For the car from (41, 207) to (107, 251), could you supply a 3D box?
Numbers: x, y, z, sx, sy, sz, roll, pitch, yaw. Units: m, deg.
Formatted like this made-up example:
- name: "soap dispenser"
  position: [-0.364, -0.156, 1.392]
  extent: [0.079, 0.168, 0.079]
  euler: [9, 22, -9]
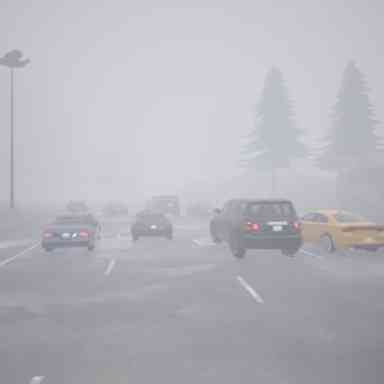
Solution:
- name: "car"
  position: [-5.010, 1.597, 14.354]
  extent: [2.033, 1.411, 5.357]
  euler: [0, 0, -11]

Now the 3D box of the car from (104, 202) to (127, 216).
- name: "car"
  position: [-7.880, 1.663, 33.989]
  extent: [1.994, 1.385, 4.181]
  euler: [0, 0, -25]

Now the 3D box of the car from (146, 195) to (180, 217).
- name: "car"
  position: [-2.838, 1.294, 31.281]
  extent: [2.150, 2.045, 5.566]
  euler: [0, 0, -22]

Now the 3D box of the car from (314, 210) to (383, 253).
- name: "car"
  position: [5.643, 1.479, 13.772]
  extent: [1.882, 1.535, 5.008]
  euler: [0, 0, -9]

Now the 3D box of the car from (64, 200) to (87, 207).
- name: "car"
  position: [-12.086, 1.624, 34.698]
  extent: [1.837, 1.490, 4.892]
  euler: [0, 0, -26]

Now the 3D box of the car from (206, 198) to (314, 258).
- name: "car"
  position: [2.267, 1.237, 13.107]
  extent: [2.150, 2.045, 5.566]
  euler: [0, 0, -9]

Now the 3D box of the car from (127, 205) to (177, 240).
- name: "car"
  position: [-2.214, 1.607, 17.522]
  extent: [1.994, 1.385, 4.181]
  euler: [0, 0, -12]

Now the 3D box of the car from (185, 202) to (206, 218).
- name: "car"
  position: [0.853, 1.620, 31.263]
  extent: [1.994, 1.385, 4.181]
  euler: [0, 0, -21]
